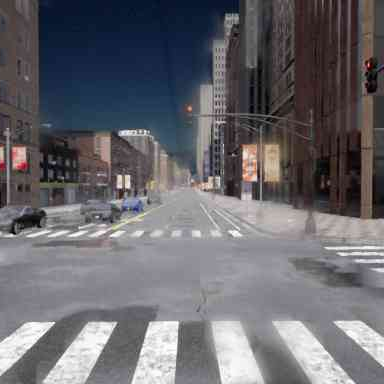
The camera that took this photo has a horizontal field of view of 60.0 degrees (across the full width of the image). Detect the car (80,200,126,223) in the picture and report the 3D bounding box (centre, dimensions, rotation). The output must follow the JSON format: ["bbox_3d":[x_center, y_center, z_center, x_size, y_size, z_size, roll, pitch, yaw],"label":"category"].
[{"bbox_3d":[-6.606,1.567,25.112,1.994,1.385,4.181,0,0,-1],"label":"car"}]

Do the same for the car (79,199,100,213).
[{"bbox_3d":[-9.849,1.511,33.670,1.837,1.490,4.892,0,0,0],"label":"car"}]

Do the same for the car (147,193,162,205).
[{"bbox_3d":[-6.519,1.227,58.074,2.150,2.045,5.566,0,0,0],"label":"car"}]

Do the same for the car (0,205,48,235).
[{"bbox_3d":[-9.851,1.493,18.625,2.128,1.511,4.902,0,0,0],"label":"car"}]

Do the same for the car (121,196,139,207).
[{"bbox_3d":[-9.813,1.480,53.072,1.882,1.535,5.008,0,0,0],"label":"car"}]

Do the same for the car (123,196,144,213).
[{"bbox_3d":[-6.600,1.483,37.038,1.882,1.535,5.008,0,0,0],"label":"car"}]
